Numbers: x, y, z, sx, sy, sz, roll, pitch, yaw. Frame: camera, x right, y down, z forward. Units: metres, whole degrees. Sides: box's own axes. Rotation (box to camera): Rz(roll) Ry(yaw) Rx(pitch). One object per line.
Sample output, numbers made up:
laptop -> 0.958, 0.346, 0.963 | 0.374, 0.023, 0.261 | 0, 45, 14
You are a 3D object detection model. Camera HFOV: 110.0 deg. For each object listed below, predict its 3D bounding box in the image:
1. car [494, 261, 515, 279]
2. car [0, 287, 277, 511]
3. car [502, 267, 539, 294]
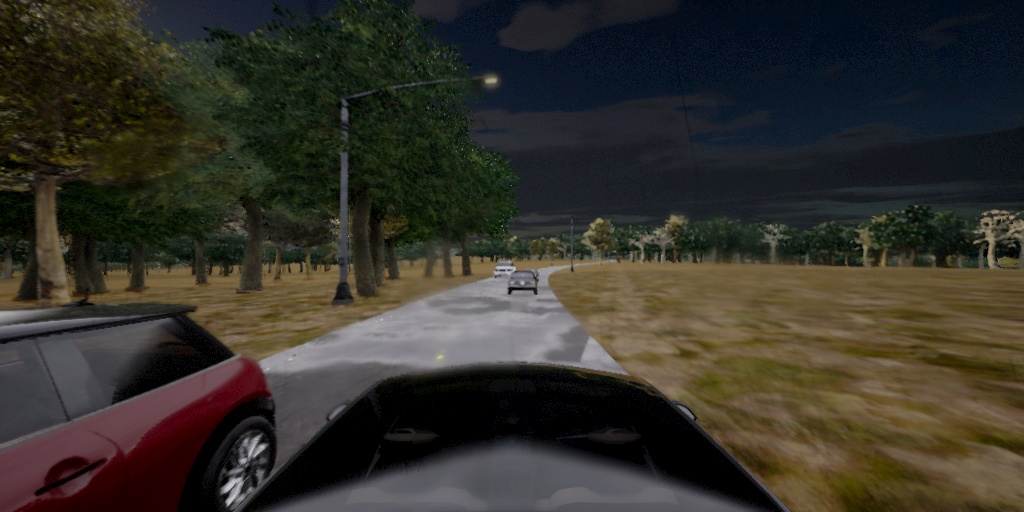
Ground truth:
car -> -0.805, 1.635, 43.379 | 2.150, 2.045, 5.566 | 0, -1, 6
car -> -3.062, 1.090, 1.148 | 2.097, 1.767, 4.553 | 0, -1, 0
car -> 0.712, 1.621, 22.843 | 2.033, 1.411, 5.357 | 0, -1, 3
